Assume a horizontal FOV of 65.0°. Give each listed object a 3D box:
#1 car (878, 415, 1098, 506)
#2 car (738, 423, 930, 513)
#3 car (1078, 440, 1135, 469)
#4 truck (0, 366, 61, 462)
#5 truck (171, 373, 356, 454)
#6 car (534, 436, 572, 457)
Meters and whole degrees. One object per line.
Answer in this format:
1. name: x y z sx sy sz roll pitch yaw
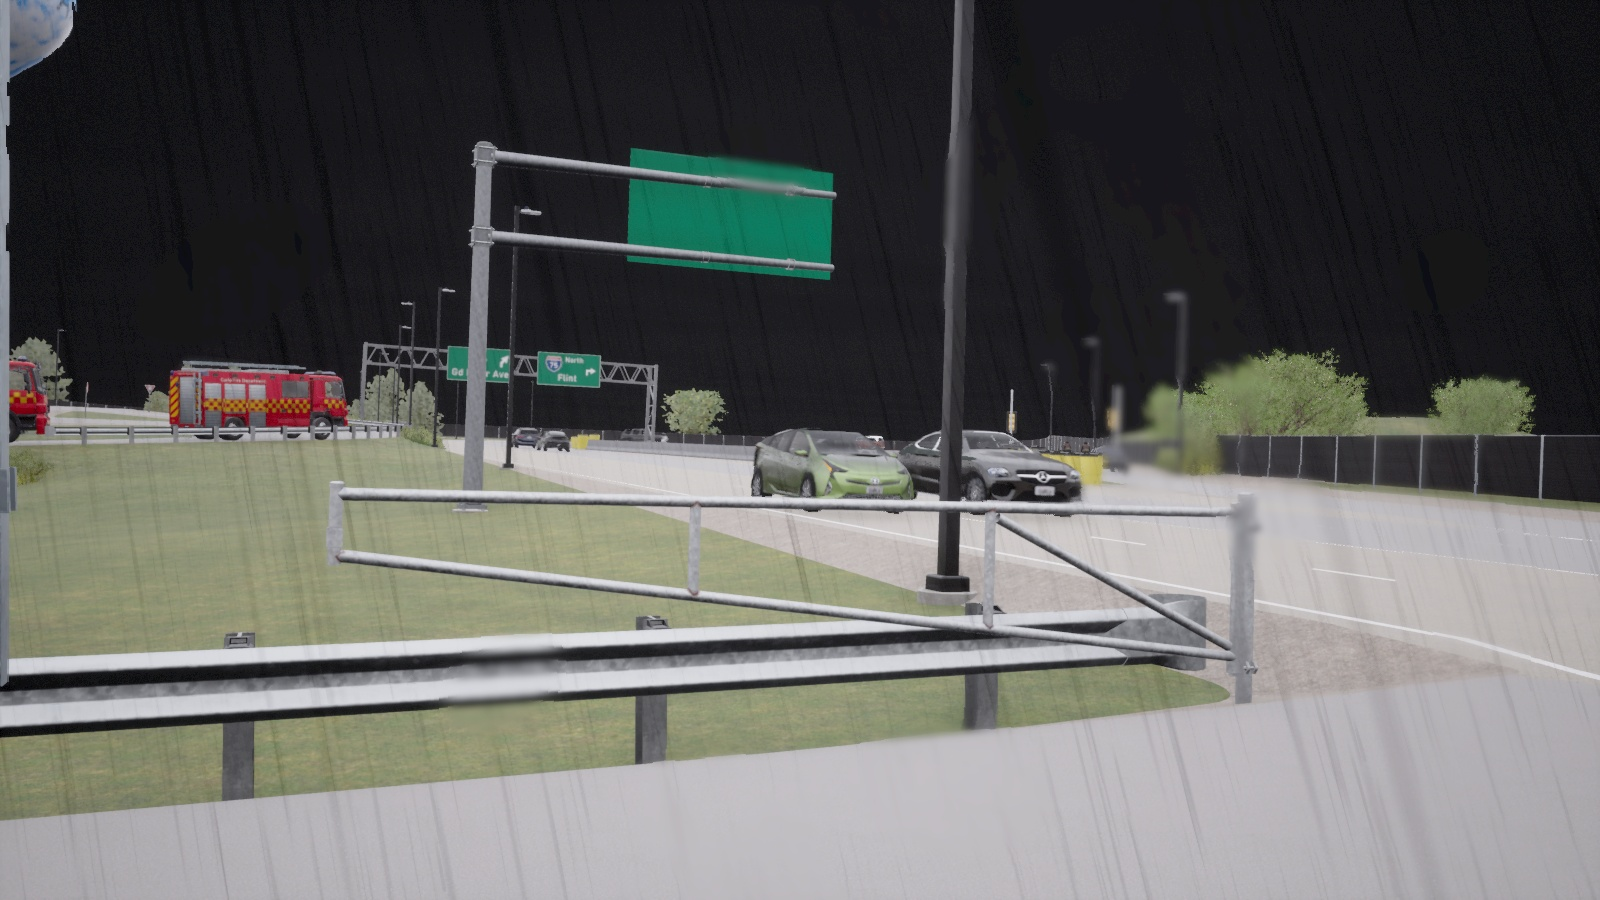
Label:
1. car: 3.625 0.179 25.351 2.152 1.651 5.027 1 0 -21
2. car: 0.508 0.299 23.701 2.007 1.525 4.514 1 0 -21
3. car: 15.869 0.179 65.206 2.033 1.411 5.357 0 1 5
4. truck: -34.576 -1.391 50.162 8.468 3.827 2.891 -2 1 -28
5. truck: -27.183 -1.859 64.069 2.891 3.827 8.468 1 2 32
6. car: -18.036 -0.260 91.508 1.837 1.490 4.892 1 0 -21
